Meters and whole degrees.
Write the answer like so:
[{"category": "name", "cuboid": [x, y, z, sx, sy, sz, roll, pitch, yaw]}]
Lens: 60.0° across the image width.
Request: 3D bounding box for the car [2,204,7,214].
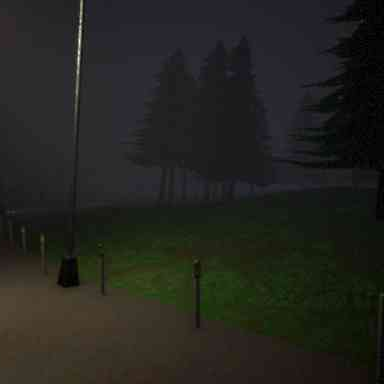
[{"category": "car", "cuboid": [-21.574, 1.625, 35.846, 2.128, 1.511, 4.902, 4, -2, -9]}]
